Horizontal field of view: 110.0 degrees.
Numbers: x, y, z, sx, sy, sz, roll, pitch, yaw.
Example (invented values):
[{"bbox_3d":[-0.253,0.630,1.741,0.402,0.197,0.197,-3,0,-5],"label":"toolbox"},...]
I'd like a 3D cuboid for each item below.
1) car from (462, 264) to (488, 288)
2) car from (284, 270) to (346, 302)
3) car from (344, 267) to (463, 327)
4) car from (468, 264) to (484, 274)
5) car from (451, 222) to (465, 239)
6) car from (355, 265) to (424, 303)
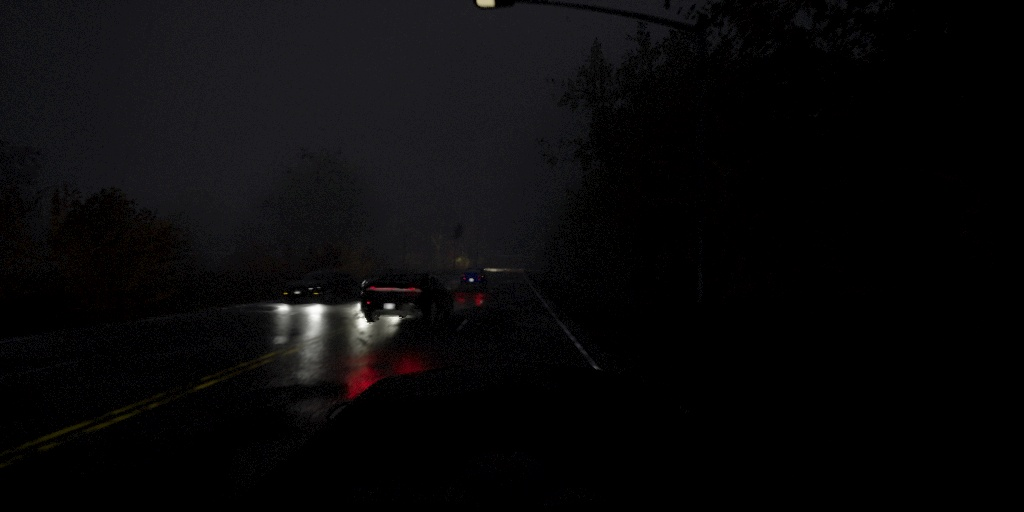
[{"bbox_3d":[-2.913,1.631,28.149,1.812,1.442,4.674,4,-2,0],"label":"car"},{"bbox_3d":[-9.760,1.475,18.759,1.837,1.490,4.892,1,-1,0],"label":"car"},{"bbox_3d":[-3.070,1.307,11.393,2.128,1.511,4.902,2,-6,0],"label":"car"},{"bbox_3d":[-5.987,2.123,59.942,1.882,1.535,5.008,4,-1,1],"label":"car"},{"bbox_3d":[-8.773,-3.999,59.348,1.490,1.837,4.892,30,-17,-7],"label":"car"},{"bbox_3d":[-6.474,1.413,19.575,2.097,1.767,4.553,1,-1,1],"label":"car"}]
